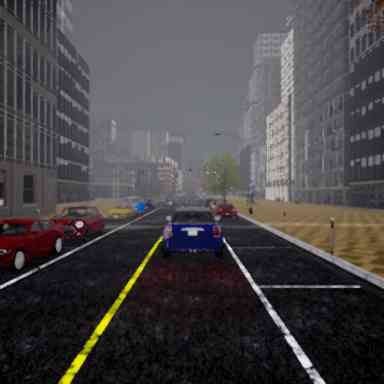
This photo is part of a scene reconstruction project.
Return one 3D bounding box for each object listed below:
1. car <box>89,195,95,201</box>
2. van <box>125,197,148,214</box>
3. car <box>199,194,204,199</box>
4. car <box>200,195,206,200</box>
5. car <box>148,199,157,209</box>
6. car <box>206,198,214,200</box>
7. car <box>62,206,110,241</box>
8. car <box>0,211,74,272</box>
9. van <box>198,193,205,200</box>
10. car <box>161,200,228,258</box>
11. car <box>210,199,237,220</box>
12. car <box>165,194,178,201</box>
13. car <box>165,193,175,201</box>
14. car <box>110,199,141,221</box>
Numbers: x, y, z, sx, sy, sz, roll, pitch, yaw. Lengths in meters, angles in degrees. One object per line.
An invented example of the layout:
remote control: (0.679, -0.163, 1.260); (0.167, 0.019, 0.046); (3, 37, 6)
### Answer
car: (-22.836, 1.326, 71.014); (4.206, 1.307, 1.802); (1, -1, -1)
van: (-5.695, 1.335, 33.001); (1.690, 1.788, 3.998); (0, 0, 0)
car: (2.666, 1.511, 87.821); (1.752, 1.417, 4.829); (0, 0, 0)
car: (2.678, 1.558, 49.622); (1.947, 1.339, 4.313); (0, 0, 0)
car: (-5.700, 1.558, 44.080); (1.947, 1.339, 4.313); (0, 0, 0)
car: (2.684, 1.435, 33.004); (1.967, 1.590, 4.097); (0, 0, 0)
car: (-5.691, 1.437, 16.384); (1.967, 1.590, 4.097); (0, 0, 0)
car: (-5.690, 1.543, 10.844); (1.887, 1.381, 4.507); (0, 0, 0)
van: (2.665, 1.326, 93.202); (1.690, 1.788, 3.998); (0, 0, 0)
car: (0.043, 1.349, 12.888); (2.097, 1.767, 4.553); (0, 0, 1)
car: (2.685, 1.540, 27.465); (1.887, 1.381, 4.507); (0, 0, 0)
car: (-3.063, 1.483, 50.812); (2.128, 1.511, 4.902); (0, 0, 1)
car: (-5.713, 1.300, 87.646); (2.192, 1.841, 5.009); (0, 0, 0)
car: (-5.695, 1.521, 27.292); (1.752, 1.417, 4.829); (0, 0, 0)
